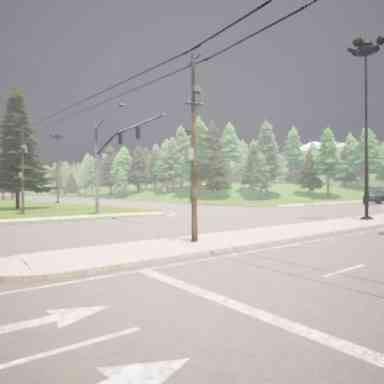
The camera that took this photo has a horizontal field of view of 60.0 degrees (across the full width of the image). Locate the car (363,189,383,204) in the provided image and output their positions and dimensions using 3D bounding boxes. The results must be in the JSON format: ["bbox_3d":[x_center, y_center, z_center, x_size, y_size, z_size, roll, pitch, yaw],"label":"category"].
[{"bbox_3d":[26.601,0.653,47.384,5.566,2.045,2.150,-1,0,-36],"label":"car"}]

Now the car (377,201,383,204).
[{"bbox_3d":[11.510,1.285,16.781,4.892,1.490,1.837,-1,1,-38],"label":"car"}]
